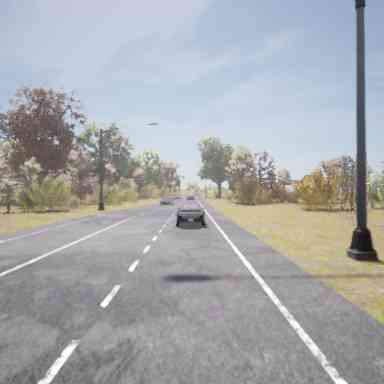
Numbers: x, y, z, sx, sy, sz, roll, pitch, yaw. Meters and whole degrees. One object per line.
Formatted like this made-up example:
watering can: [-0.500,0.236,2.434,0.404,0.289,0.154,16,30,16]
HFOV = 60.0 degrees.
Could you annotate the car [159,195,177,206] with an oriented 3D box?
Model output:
car: [-4.218,1.517,55.692,1.837,1.490,4.892,0,0,6]

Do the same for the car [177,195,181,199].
car: [-3.862,1.468,89.215,1.994,1.385,4.181,0,0,0]

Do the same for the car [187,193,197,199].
car: [-0.350,1.427,86.219,2.128,1.511,4.902,0,0,0]

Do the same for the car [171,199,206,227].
car: [-0.088,1.494,23.067,2.128,1.511,4.902,0,0,0]
